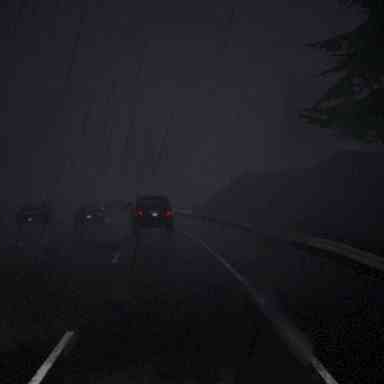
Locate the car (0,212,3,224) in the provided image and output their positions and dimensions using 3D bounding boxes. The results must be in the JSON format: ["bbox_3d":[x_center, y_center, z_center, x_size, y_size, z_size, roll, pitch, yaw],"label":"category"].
[{"bbox_3d":[-14.007,1.549,22.015,1.812,1.442,4.674,0,0,-16],"label":"car"}]

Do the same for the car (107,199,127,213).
[{"bbox_3d":[-8.475,1.499,36.768,2.128,1.511,4.902,0,0,-24],"label":"car"}]

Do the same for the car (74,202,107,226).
[{"bbox_3d":[-7.213,1.573,23.467,1.994,1.385,4.181,0,0,-16],"label":"car"}]

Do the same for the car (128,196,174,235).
[{"bbox_3d":[-2.439,1.223,19.297,2.150,2.045,5.566,0,0,-12],"label":"car"}]

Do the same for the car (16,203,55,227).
[{"bbox_3d":[-10.730,1.508,23.076,2.128,1.511,4.902,0,0,-15],"label":"car"}]
